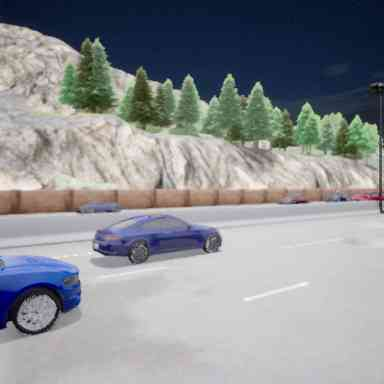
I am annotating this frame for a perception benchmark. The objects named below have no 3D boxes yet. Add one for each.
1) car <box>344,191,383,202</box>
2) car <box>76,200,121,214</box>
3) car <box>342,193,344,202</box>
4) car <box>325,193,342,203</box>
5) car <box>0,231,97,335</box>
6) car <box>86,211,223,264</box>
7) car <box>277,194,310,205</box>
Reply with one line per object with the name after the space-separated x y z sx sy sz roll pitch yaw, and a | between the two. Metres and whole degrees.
21.383 0.896 40.354 5.566 2.045 2.150 0 0 -34 | car
-8.975 1.472 31.979 4.181 1.385 1.994 -1 0 -35 | car
23.287 0.986 45.852 4.553 1.767 2.097 -1 0 -34 | car
24.070 0.938 54.828 4.553 1.767 2.097 -1 0 -34 | car
-4.261 1.483 5.005 5.008 1.535 1.882 -1 0 -36 | car
-1.069 1.479 11.583 4.674 1.442 1.812 -1 0 -36 | car
13.180 1.063 43.243 4.553 1.767 2.097 -1 0 -34 | car
